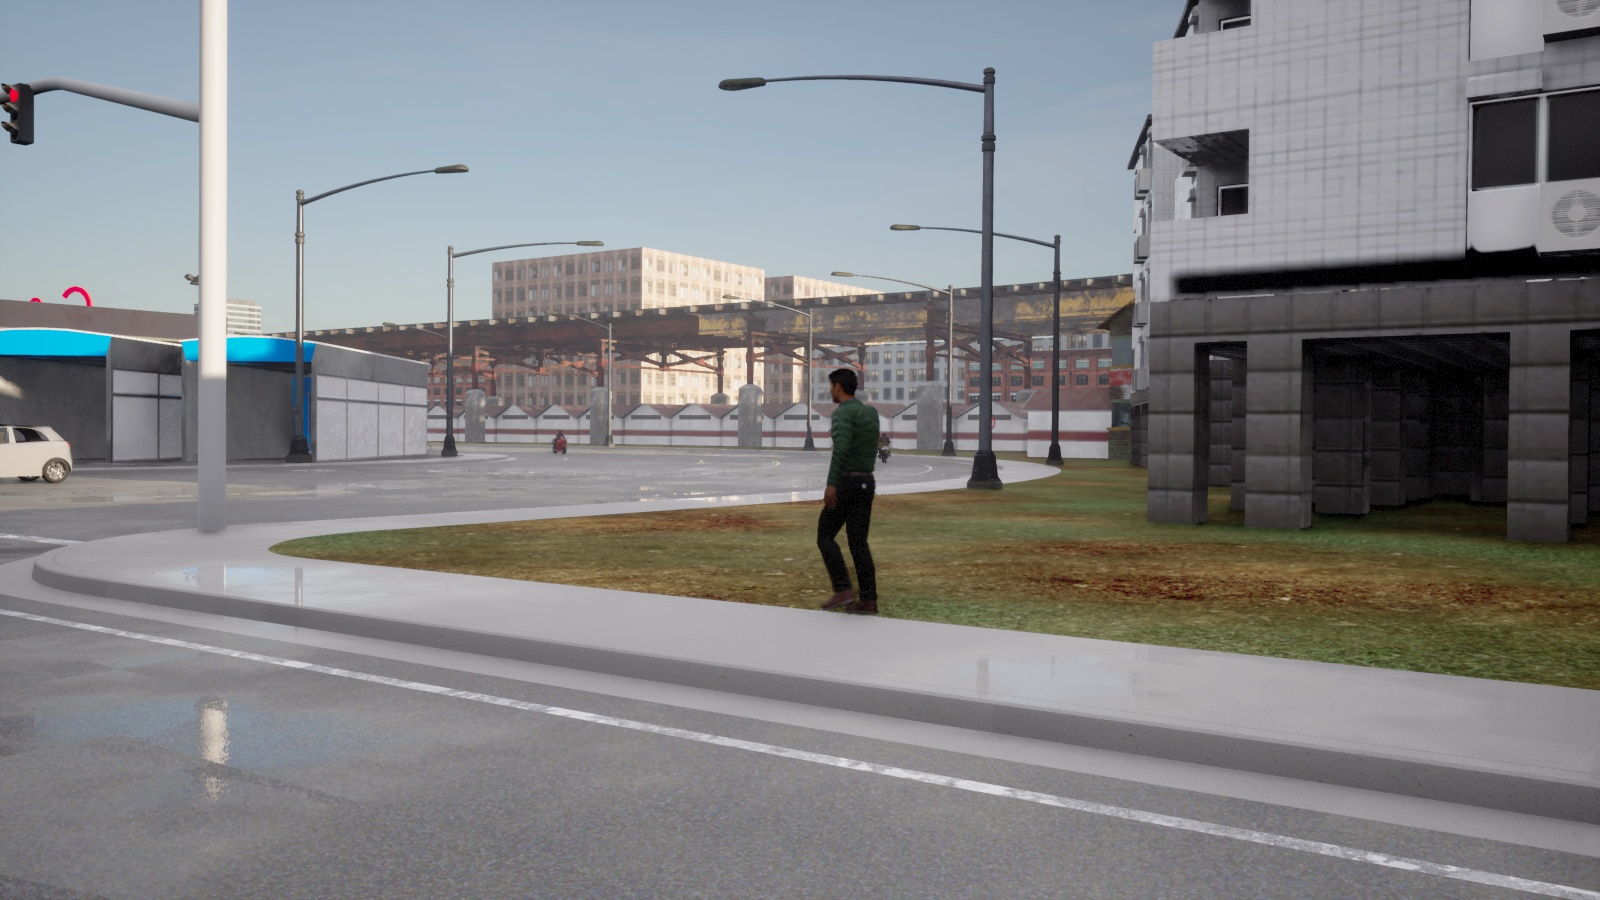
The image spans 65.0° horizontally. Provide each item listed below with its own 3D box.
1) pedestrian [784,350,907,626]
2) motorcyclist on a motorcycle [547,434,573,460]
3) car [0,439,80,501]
[{"bbox_3d":[0.334,0.265,9.259,0.788,1.949,0.423,0,1,37],"label":"pedestrian"},{"bbox_3d":[-14.538,-0.194,76.145,0.797,1.523,2.044,-2,1,-33],"label":"motorcyclist on a motorcycle"},{"bbox_3d":[-20.440,0.500,31.538,1.845,1.501,3.633,0,1,35],"label":"car"}]
